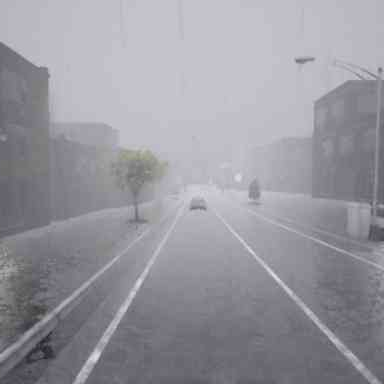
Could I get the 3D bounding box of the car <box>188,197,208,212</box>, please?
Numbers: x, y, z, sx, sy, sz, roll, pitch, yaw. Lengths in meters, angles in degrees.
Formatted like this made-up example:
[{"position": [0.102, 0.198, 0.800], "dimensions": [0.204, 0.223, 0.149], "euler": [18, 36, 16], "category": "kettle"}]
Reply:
[{"position": [0.641, 1.254, 34.795], "dimensions": [2.033, 1.411, 5.357], "euler": [0, 1, 0], "category": "car"}]
